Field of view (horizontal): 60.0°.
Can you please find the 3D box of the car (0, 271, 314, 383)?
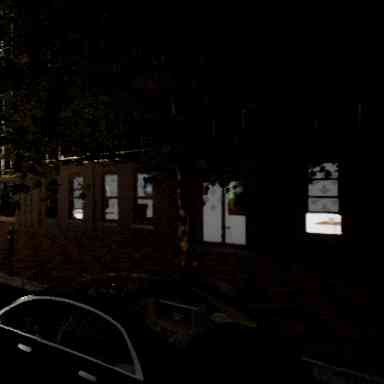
[{"bbox_3d":[-1.017,1.573,3.600,4.403,1.369,2.008,-1,0,35],"label":"car"}]
